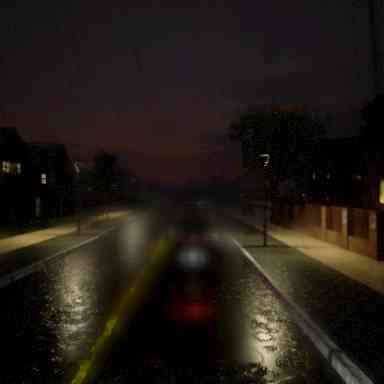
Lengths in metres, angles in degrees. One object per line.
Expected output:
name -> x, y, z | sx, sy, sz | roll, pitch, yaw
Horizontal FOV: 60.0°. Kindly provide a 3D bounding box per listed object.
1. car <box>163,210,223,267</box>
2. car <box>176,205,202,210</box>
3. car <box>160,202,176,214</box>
car -> 0.050, 1.590, 11.785 | 1.837, 1.490, 4.892 | 0, 0, 0
car -> 0.045, 1.754, 26.372 | 2.033, 1.411, 5.357 | 0, -1, 0
car -> -2.794, 1.905, 40.695 | 2.033, 1.411, 5.357 | 0, -1, 1
